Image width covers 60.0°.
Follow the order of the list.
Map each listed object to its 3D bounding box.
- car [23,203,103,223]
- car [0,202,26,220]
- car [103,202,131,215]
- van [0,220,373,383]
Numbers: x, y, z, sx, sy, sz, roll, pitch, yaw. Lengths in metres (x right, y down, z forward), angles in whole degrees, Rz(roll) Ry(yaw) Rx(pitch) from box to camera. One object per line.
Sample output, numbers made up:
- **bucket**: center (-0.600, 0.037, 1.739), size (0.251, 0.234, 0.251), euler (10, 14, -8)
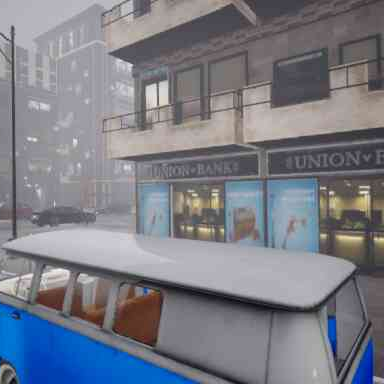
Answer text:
- **car**: center (-8.542, 1.583, 22.356), size (1.947, 1.339, 4.313), euler (-2, -1, 36)
- **car**: center (-15.293, 1.608, 27.325), size (1.967, 1.590, 4.097), euler (-2, -1, 36)
- **car**: center (-8.612, 1.798, 36.407), size (1.947, 1.339, 4.313), euler (-2, -1, 36)
- **van**: center (-0.450, 1.342, 3.182), size (3.998, 1.788, 1.690), euler (0, -1, 36)
